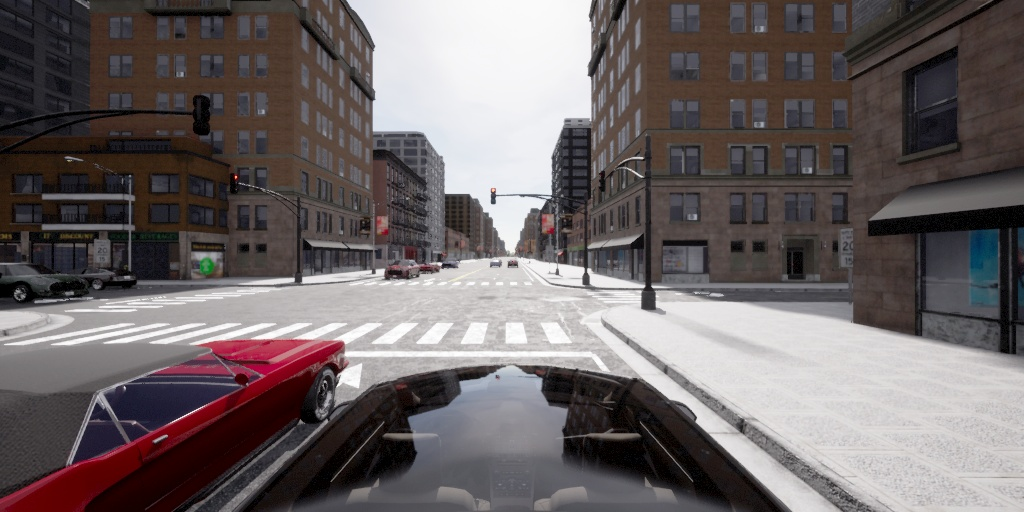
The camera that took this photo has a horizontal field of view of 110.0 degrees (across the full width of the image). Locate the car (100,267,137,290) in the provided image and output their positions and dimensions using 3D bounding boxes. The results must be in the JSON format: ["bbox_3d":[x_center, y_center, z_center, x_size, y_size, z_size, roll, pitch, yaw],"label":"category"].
[{"bbox_3d":[-25.325,1.331,21.680,4.313,1.339,1.948,0,0,0],"label":"car"}]

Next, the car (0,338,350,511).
[{"bbox_3d":[-3.157,1.351,2.816,1.895,1.301,4.718,0,0,0],"label":"car"}]

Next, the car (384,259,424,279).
[{"bbox_3d":[-9.771,1.102,32.154,2.097,1.767,4.553,0,0,0],"label":"car"}]

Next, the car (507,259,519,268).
[{"bbox_3d":[0.157,1.248,62.178,1.837,1.490,4.892,0,0,0],"label":"car"}]

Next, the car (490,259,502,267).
[{"bbox_3d":[-2.988,1.291,64.133,2.033,1.411,5.357,0,0,0],"label":"car"}]

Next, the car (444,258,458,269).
[{"bbox_3d":[-9.701,1.101,55.935,2.097,1.767,4.553,0,0,-1],"label":"car"}]

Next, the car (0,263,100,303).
[{"bbox_3d":[-22.165,1.096,16.172,4.553,1.767,2.097,0,0,0],"label":"car"}]

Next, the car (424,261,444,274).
[{"bbox_3d":[-9.746,1.349,42.084,1.895,1.301,4.718,0,0,0],"label":"car"}]
